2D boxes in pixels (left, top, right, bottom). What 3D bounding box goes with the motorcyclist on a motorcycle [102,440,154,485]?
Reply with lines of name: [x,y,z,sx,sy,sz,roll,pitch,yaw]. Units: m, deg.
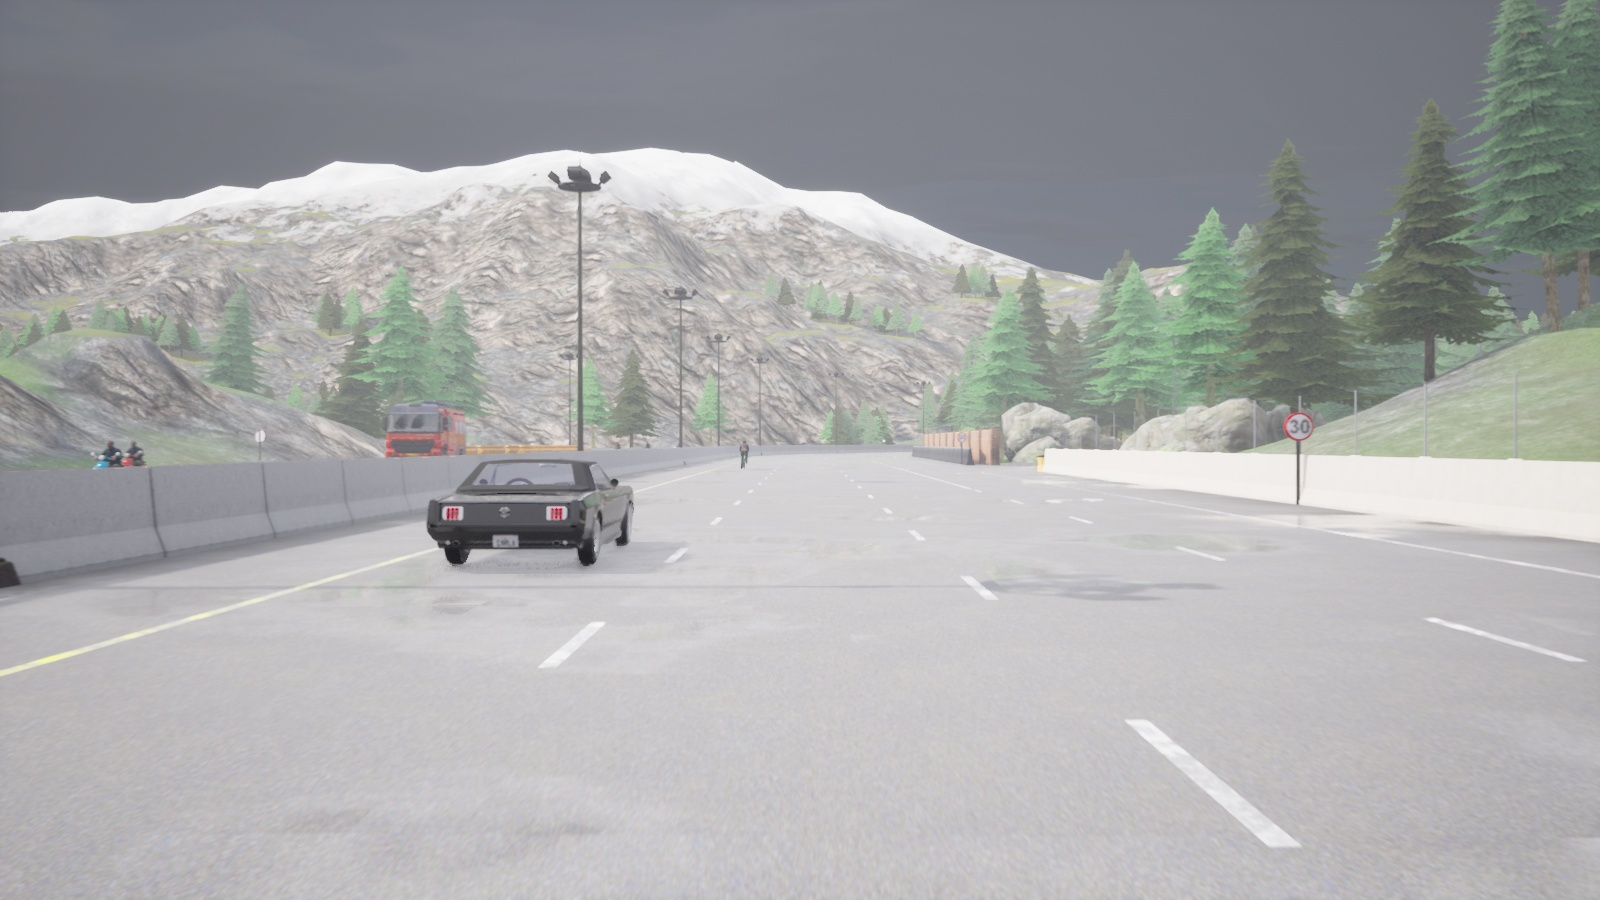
motorcyclist on a motorcycle: [-24.227,0.426,45.317,0.866,1.590,1.817,0,0,0]

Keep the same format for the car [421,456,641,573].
car: [-3.389,0.750,16.775,1.895,1.301,4.718,0,0,0]

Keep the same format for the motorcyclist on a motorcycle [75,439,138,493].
motorcyclist on a motorcycle: [-20.771,0.471,37.641,0.866,1.590,1.817,0,0,0]

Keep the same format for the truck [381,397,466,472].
truck: [-20.571,-0.823,69.153,2.891,3.827,8.468,0,0,-6]
